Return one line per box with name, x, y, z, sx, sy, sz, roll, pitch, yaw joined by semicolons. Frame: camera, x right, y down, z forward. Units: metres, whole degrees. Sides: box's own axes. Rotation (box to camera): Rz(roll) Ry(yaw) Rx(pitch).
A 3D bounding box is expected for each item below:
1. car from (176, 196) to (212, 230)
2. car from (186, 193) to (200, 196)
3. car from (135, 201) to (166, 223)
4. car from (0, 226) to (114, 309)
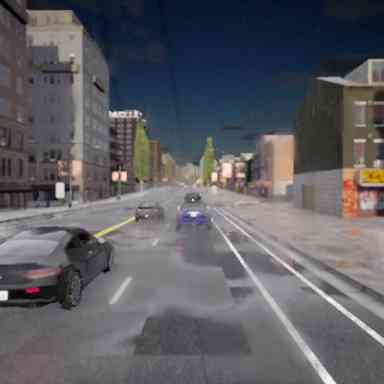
car;0.110;1.333;21.135;2.097;1.767;4.553;0;0;0
car;0.121;1.107;42.076;2.150;2.045;5.566;0;0;0
car;-3.139;1.457;25.512;2.128;1.511;4.902;0;0;0
car;-3.148;1.528;7.739;1.812;1.442;4.674;0;0;0
